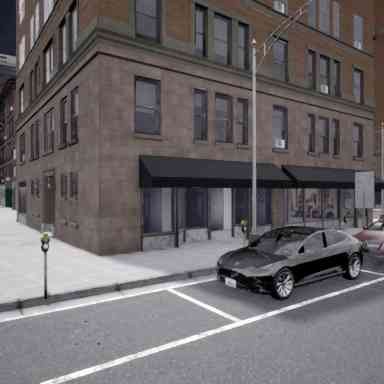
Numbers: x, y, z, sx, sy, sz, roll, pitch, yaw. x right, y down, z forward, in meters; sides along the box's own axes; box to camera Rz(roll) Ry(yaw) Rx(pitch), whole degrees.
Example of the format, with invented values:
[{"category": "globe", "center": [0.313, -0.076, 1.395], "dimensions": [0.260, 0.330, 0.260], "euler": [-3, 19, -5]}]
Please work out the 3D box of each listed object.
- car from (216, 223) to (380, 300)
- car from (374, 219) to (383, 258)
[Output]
[{"category": "car", "center": [2.599, 1.566, 8.382], "dimensions": [4.313, 1.339, 1.947], "euler": [0, 0, -35]}, {"category": "car", "center": [7.080, 1.582, 11.573], "dimensions": [4.206, 1.307, 1.802], "euler": [0, 0, -35]}]
